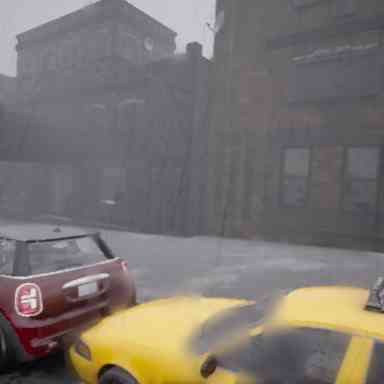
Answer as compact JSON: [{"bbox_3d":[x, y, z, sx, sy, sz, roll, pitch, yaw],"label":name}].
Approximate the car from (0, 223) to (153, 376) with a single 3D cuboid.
[{"bbox_3d":[-3.151,1.339,5.780,4.553,1.767,2.185,0,0,36],"label":"car"}]
